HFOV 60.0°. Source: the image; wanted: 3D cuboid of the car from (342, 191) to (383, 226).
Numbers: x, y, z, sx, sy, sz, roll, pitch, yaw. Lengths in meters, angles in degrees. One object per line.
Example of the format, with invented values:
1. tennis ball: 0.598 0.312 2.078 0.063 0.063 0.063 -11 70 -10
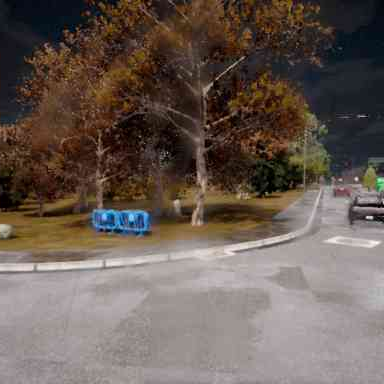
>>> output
1. car: 9.795 0.965 18.787 2.128 1.511 4.902 2 2 23

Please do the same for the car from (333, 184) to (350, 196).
1. car: 21.440 -0.383 47.742 2.097 1.767 4.553 1 3 22
